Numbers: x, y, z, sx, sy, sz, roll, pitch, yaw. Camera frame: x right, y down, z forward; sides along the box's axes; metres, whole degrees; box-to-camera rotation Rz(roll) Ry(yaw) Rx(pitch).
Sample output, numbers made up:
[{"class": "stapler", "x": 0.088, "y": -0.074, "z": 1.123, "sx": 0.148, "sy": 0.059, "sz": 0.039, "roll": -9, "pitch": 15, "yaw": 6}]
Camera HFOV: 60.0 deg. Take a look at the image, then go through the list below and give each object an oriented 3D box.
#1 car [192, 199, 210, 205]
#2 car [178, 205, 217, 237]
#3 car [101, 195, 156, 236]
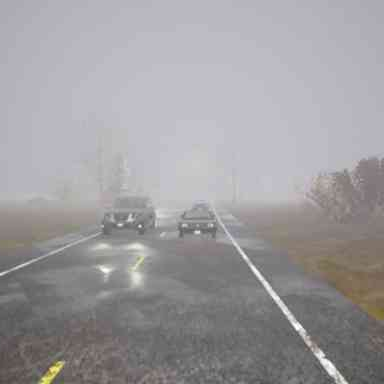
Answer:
[{"class": "car", "x": 0.904, "y": 1.524, "z": 35.594, "sx": 1.812, "sy": 1.442, "sz": 4.674, "roll": 0, "pitch": 0, "yaw": 2}, {"class": "car", "x": 0.311, "y": 1.601, "z": 17.907, "sx": 1.895, "sy": 1.301, "sz": 4.718, "roll": 0, "pitch": 0, "yaw": 1}, {"class": "car", "x": -3.359, "y": 1.220, "z": 18.673, "sx": 2.150, "sy": 2.045, "sz": 5.566, "roll": 0, "pitch": 0, "yaw": 1}]
